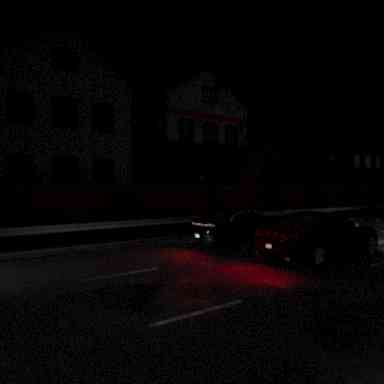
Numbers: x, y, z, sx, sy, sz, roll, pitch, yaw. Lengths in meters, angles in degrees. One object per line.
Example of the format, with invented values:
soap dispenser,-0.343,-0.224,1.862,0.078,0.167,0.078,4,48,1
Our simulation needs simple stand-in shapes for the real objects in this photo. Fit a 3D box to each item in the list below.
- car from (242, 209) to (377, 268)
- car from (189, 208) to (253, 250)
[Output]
car,4.234,1.396,11.068,5.008,1.535,1.882,-1,0,-36
car,2.172,1.410,13.895,4.902,1.511,2.128,-1,0,-36
